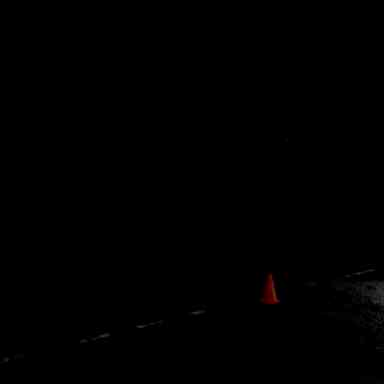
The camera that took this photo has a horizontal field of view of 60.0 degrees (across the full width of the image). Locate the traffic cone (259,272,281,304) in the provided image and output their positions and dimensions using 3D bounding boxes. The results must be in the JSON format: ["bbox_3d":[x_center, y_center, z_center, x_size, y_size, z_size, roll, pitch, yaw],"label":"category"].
[{"bbox_3d":[1.627,1.972,6.923,0.340,0.580,0.340,0,0,-34],"label":"traffic cone"}]

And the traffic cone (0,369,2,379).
[{"bbox_3d":[-2.521,1.951,4.048,0.340,0.580,0.340,0,0,-35],"label":"traffic cone"}]
